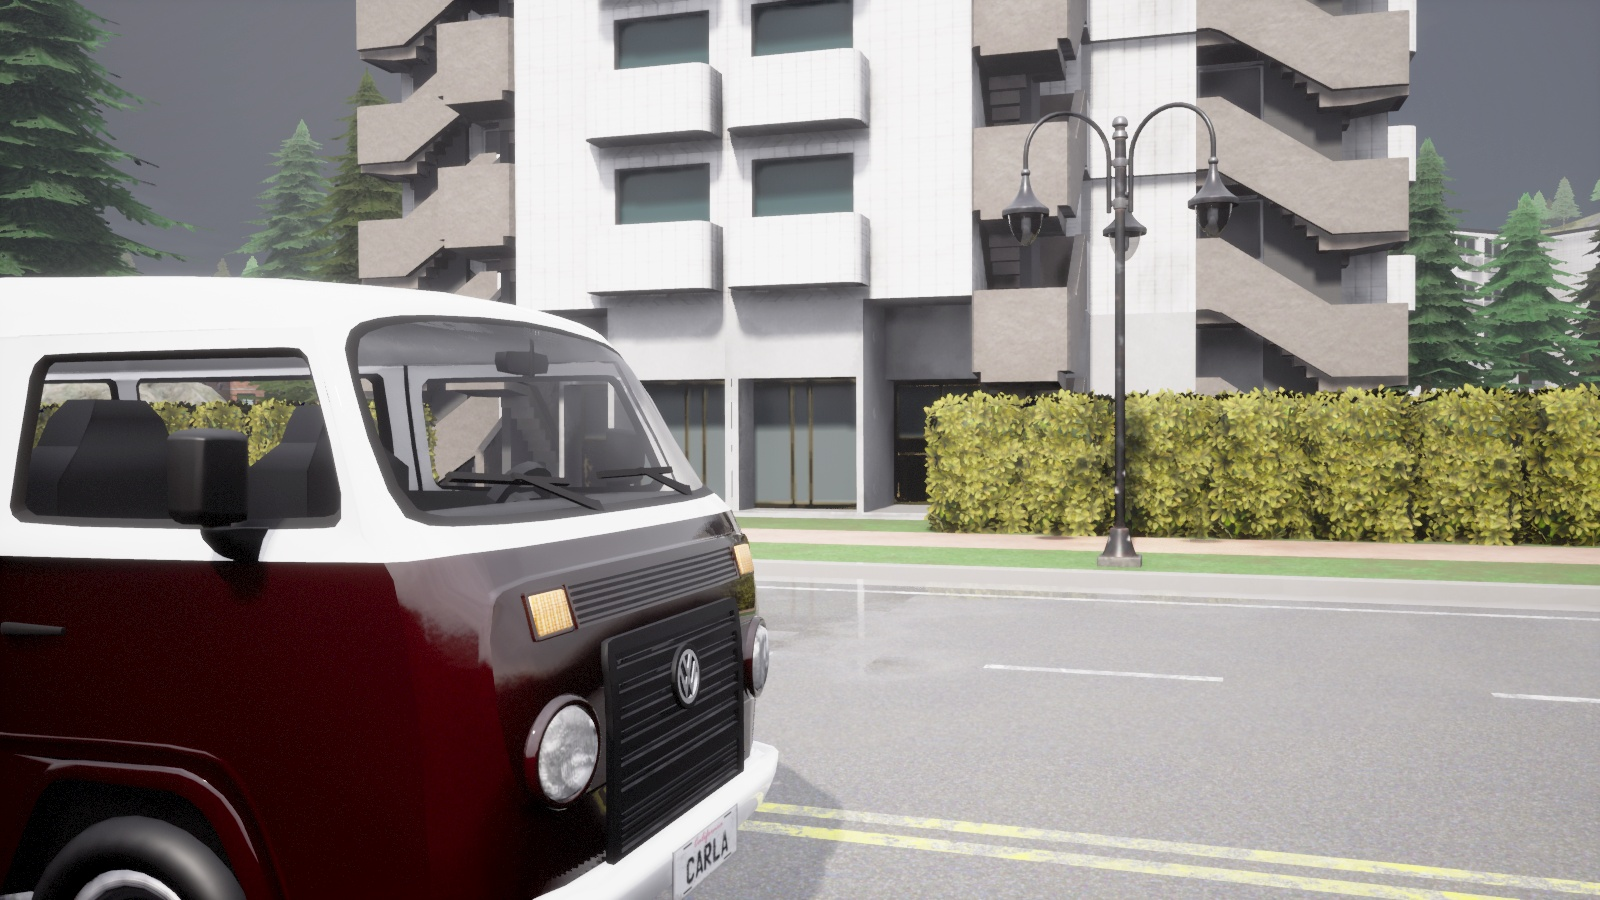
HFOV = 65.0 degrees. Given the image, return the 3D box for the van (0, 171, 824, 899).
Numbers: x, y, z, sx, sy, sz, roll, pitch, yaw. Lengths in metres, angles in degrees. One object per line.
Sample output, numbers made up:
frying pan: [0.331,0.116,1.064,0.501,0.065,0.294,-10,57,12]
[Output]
van: [-2.375,0.477,3.985,4.480,2.038,2.069,1,1,18]
